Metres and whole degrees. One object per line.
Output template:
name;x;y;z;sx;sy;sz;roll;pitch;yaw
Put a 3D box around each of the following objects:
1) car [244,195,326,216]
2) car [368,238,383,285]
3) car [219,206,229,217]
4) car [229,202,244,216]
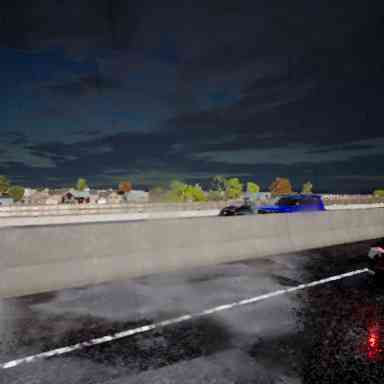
car;6.264;1.195;21.237;5.566;2.045;2.150;0;0;-35
car;6.230;1.476;8.145;4.902;1.511;2.128;0;0;-35
car;4.345;1.536;28.426;4.181;1.385;1.994;0;0;-35
car;5.689;1.521;25.104;5.357;1.411;2.033;0;0;-35
